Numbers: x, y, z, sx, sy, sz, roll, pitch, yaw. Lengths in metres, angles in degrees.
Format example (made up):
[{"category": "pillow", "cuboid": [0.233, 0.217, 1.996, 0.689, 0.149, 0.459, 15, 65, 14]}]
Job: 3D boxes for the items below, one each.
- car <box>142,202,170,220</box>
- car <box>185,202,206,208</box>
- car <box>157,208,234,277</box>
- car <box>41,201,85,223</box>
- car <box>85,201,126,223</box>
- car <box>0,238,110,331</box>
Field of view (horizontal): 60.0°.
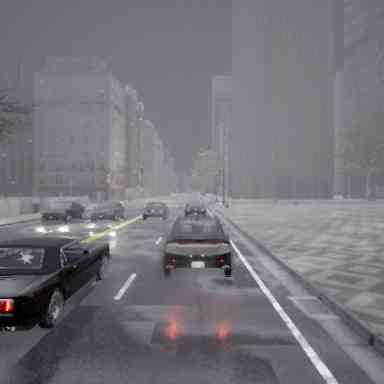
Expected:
[{"category": "car", "cuboid": [-2.953, 1.538, 27.893, 2.033, 1.411, 5.357, 0, 0, 0]}, {"category": "car", "cuboid": [0.321, 1.593, 30.894, 1.895, 1.301, 4.718, 0, 0, 0]}, {"category": "car", "cuboid": [0.160, 1.485, 10.245, 2.128, 1.511, 4.902, 0, 0, 0]}, {"category": "car", "cuboid": [-9.667, 1.466, 25.330, 1.882, 1.535, 5.008, 0, 0, 0]}, {"category": "car", "cuboid": [-6.413, 1.494, 25.789, 1.837, 1.490, 4.892, 0, 0, 0]}, {"category": "car", "cuboid": [-3.127, 1.595, 6.854, 1.895, 1.301, 4.718, 0, 0, 1]}]
